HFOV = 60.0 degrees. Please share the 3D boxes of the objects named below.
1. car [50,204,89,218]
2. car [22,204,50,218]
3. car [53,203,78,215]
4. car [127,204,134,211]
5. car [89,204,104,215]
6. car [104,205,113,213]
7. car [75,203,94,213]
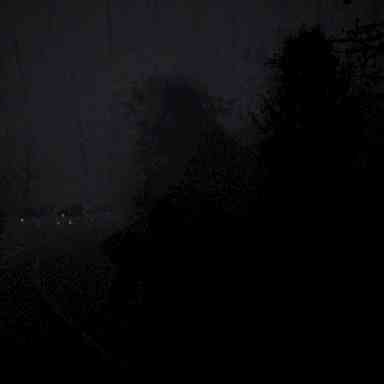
[{"bbox_3d":[-13.510,2.102,37.133,2.033,1.411,5.357,0,-2,-3],"label":"car"},{"bbox_3d":[-17.000,2.037,36.849,1.882,1.535,5.008,0,-2,-3],"label":"car"},{"bbox_3d":[-17.557,2.363,46.324,1.882,1.535,5.008,0,-2,-3],"label":"car"},{"bbox_3d":[-11.840,3.104,66.377,1.994,1.385,4.181,0,-2,-4],"label":"car"},{"bbox_3d":[-14.044,2.392,46.226,1.812,1.442,4.674,0,-2,-3],"label":"car"},{"bbox_3d":[-14.674,2.813,56.271,1.895,1.301,4.718,0,-2,-4],"label":"car"},{"bbox_3d":[-18.192,2.712,56.449,1.882,1.535,5.008,0,-2,-4],"label":"car"}]
